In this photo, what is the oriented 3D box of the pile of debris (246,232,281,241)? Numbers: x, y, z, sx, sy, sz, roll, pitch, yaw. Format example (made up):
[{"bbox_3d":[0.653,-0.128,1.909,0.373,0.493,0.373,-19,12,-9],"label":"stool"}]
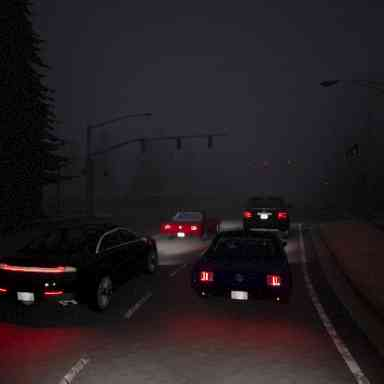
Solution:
[{"bbox_3d":[3.540,2.175,16.358,1.500,0.140,1.860,0,0,17],"label":"pile of debris"}]

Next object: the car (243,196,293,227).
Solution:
[{"bbox_3d":[4.065,1.221,17.638,2.150,2.045,5.566,0,0,17],"label":"car"}]

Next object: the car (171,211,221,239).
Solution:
[{"bbox_3d":[0.165,1.601,16.822,1.895,1.301,4.718,0,0,17],"label":"car"}]

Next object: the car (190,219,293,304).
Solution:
[{"bbox_3d":[1.388,1.601,8.243,1.895,1.301,4.718,0,0,13],"label":"car"}]

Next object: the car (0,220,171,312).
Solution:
[{"bbox_3d":[-2.239,1.492,7.809,2.128,1.511,4.902,0,0,11],"label":"car"}]
